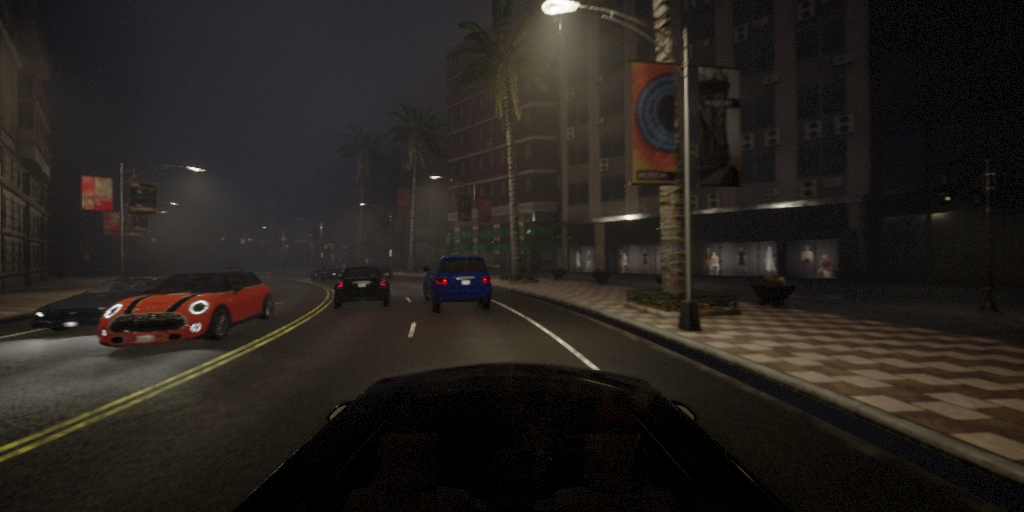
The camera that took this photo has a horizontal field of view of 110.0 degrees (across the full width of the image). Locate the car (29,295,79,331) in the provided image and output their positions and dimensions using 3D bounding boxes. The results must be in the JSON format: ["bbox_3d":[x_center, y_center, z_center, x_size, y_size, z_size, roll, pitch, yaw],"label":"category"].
[{"bbox_3d":[-12.573,1.437,12.046,2.033,1.411,5.357,-1,0,-19],"label":"car"}]

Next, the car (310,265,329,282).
[{"bbox_3d":[-16.283,1.504,31.565,1.994,1.385,4.181,0,0,-42],"label":"car"}]

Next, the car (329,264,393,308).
[{"bbox_3d":[-6.620,1.180,16.100,2.097,1.767,4.553,-1,0,-20],"label":"car"}]

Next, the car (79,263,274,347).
[{"bbox_3d":[-8.492,1.197,9.892,2.097,1.767,4.553,-1,0,-15],"label":"car"}]

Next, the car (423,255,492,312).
[{"bbox_3d":[-2.373,1.004,14.784,2.150,2.045,5.566,0,0,-17],"label":"car"}]

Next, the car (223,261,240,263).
[{"bbox_3d":[-33.499,1.348,42.866,4.892,1.490,1.837,-1,0,42],"label":"car"}]

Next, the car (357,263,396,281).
[{"bbox_3d":[-12.283,1.423,32.358,1.812,1.442,4.674,0,0,-40],"label":"car"}]
